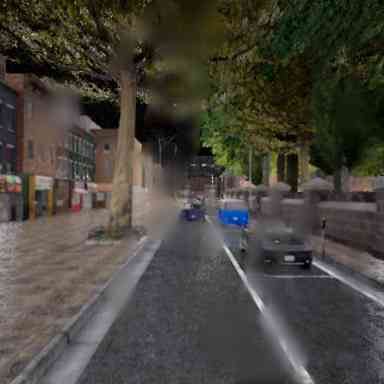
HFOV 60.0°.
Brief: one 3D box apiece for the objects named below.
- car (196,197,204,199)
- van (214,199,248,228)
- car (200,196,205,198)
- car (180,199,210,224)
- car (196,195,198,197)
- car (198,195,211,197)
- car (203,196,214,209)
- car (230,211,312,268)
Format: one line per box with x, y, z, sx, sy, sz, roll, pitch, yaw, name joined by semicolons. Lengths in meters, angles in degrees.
0.094;1.640;38.457;2.033;1.411;5.357;0;0;0;car
2.651;1.387;22.119;1.690;1.788;3.998;1;0;0;van
2.650;1.734;54.816;1.802;1.307;4.206;1;0;0;car
0.098;1.532;25.340;1.882;1.535;5.008;0;0;0;car
2.651;1.856;86.695;1.887;1.381;4.507;1;0;0;car
2.653;1.491;60.266;2.192;1.841;5.009;1;0;0;car
2.650;1.636;44.087;1.752;1.417;4.829;1;0;0;car
2.648;1.571;11.220;2.008;1.369;4.403;1;0;0;car
